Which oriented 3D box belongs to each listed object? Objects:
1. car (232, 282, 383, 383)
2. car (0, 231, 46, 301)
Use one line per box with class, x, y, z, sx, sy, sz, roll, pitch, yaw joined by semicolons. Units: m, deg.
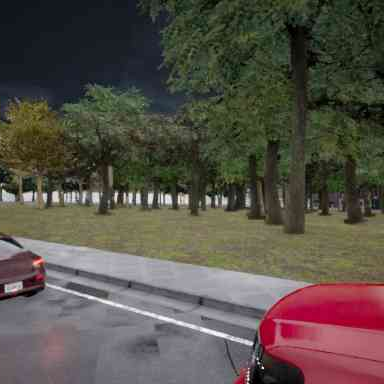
car;2.923;1.222;1.601;5.566;2.045;2.150;0;0;35
car;-5.036;1.524;7.258;4.674;1.442;1.812;0;0;36
